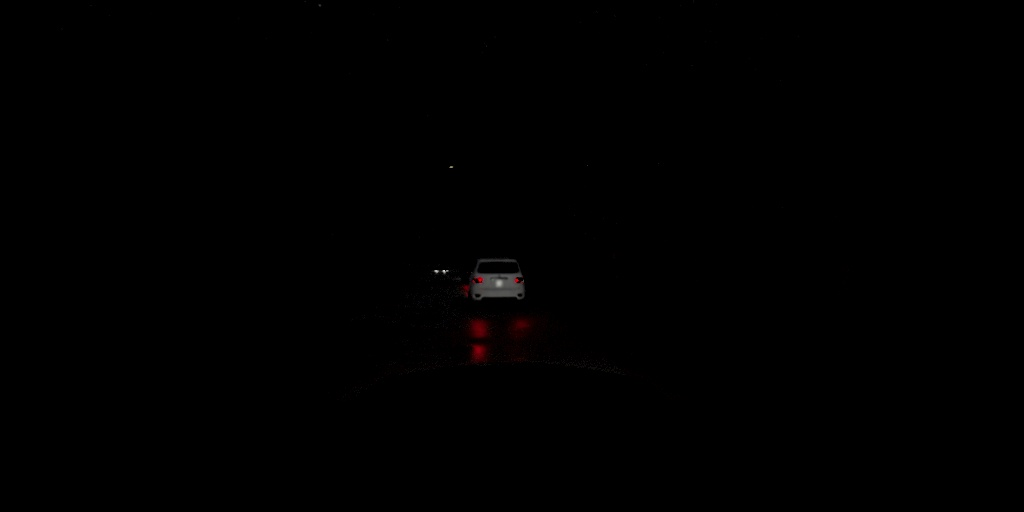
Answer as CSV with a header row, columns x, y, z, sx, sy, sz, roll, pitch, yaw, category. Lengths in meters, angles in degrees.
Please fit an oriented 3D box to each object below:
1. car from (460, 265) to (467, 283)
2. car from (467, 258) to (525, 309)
x,y,z,sx,sy,sz,roll,pitch,yaw,category
-3.467,1.530,31.214,2.128,1.511,4.902,0,-1,-11,car
-0.806,1.102,16.056,2.150,2.045,5.566,0,0,-7,car
